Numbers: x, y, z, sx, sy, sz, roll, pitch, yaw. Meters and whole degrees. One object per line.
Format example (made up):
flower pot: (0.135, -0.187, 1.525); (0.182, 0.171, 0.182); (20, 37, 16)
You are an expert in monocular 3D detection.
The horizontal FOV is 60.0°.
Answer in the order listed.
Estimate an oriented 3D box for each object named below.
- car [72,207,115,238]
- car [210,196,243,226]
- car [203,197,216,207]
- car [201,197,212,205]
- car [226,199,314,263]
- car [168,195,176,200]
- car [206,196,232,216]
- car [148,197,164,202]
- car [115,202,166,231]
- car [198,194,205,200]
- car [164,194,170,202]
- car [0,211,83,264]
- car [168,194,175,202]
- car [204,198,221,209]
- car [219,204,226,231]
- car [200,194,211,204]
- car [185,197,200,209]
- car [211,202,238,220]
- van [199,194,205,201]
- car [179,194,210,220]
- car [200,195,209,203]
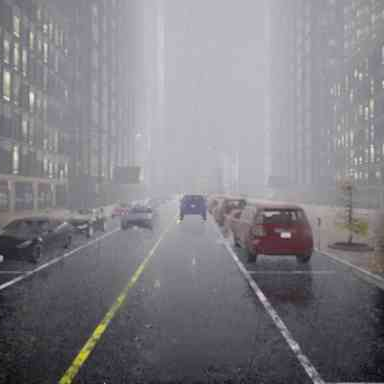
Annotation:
car: (-5.690, 1.557, 17.465); (2.008, 1.369, 4.403); (0, 0, 0)
car: (2.690, 1.323, 23.008); (2.192, 1.841, 5.009); (0, 0, 0)
car: (2.683, 1.541, 50.875); (1.752, 1.417, 4.829); (0, 0, 0)
car: (2.680, 1.584, 61.783); (1.947, 1.339, 4.313); (0, 0, 0)
car: (2.692, 1.320, 11.929); (2.192, 1.841, 5.009); (0, 0, 0)
car: (-5.709, 1.567, 95.017); (1.887, 1.381, 4.507); (0, 0, 0)
car: (2.688, 1.326, 34.087); (2.192, 1.841, 5.009); (0, 0, 0)
car: (-5.698, 1.597, 50.702); (1.802, 1.307, 4.206); (0, 0, 0)
car: (-3.072, 1.555, 20.817); (2.033, 1.411, 5.357); (0, 0, 0)
car: (2.672, 1.463, 95.019); (1.967, 1.590, 4.097); (0, 0, 0)
car: (-5.701, 1.599, 61.781); (1.802, 1.307, 4.206); (0, 0, 0)
car: (-5.689, 1.570, 11.927); (1.947, 1.339, 4.313); (0, 0, 0)
car: (-5.704, 1.335, 78.398); (2.192, 1.841, 5.009); (0, 0, 0)
car: (2.684, 1.565, 45.165); (2.008, 1.369, 4.403); (0, 0, 0)
car: (2.690, 1.551, 17.468); (1.887, 1.381, 4.507); (0, 0, 0)
car: (2.680, 1.334, 67.322); (2.192, 1.841, 5.009); (0, 0, 0)
car: (0.089, 1.491, 45.800); (1.882, 1.535, 5.008); (0, 0, 0)
car: (2.688, 1.576, 28.548); (1.947, 1.339, 4.313); (0, 0, 0)
van: (2.674, 1.363, 89.479); (1.690, 1.788, 3.998); (0, 0, 0)
car: (0.093, 1.229, 28.683); (2.150, 2.045, 5.566); (0, 0, 0)
car: (2.677, 1.460, 72.861); (1.967, 1.590, 4.097); (0, 0, 0)
